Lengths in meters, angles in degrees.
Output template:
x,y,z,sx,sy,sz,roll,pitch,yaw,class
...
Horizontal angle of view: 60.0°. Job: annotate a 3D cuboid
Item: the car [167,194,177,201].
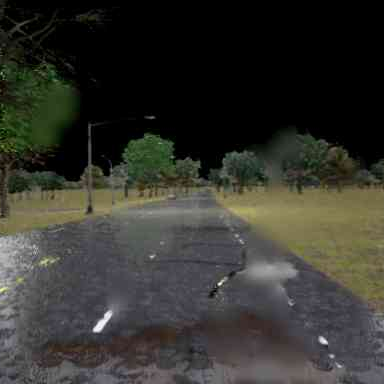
x,y,z,sx,sy,sz,roll,pitch,yaw,class
-4.675,1.234,77.102,1.882,1.535,5.008,-1,1,3,car
